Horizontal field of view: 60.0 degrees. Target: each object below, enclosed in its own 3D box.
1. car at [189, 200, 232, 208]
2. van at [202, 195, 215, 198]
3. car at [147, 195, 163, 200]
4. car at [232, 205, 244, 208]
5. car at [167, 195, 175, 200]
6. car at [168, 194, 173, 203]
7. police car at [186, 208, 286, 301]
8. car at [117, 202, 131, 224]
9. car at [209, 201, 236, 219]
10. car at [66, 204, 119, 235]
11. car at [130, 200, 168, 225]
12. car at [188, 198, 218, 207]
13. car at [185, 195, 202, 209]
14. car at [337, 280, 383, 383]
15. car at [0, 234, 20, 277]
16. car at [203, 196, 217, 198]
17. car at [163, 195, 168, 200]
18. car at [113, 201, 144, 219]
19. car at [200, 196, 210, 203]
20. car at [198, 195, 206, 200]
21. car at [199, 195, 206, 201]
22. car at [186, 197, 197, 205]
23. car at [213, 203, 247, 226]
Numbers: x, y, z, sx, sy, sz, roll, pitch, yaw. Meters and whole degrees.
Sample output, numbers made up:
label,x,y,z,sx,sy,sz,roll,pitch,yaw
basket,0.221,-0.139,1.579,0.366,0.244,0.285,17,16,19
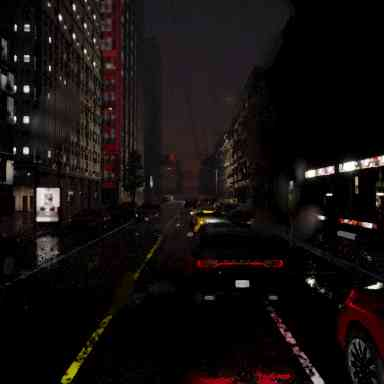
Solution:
label,x,y,z,sx,sy,sz,roll,pitch,yaw
car,0.893,1.455,18.588,1.801,1.575,5.366,0,0,0
van,2.686,1.326,47.085,1.690,1.788,3.998,1,0,0
car,-5.695,1.425,47.118,1.967,1.590,4.097,1,0,0
car,2.693,1.525,18.972,1.752,1.417,4.829,1,0,0
car,-5.711,1.503,92.371,1.947,1.339,4.313,1,0,0
car,-5.702,1.406,69.744,1.967,1.590,4.097,1,0,0
police car,0.896,1.426,8.507,1.930,1.638,5.238,0,0,0
car,-5.689,1.543,24.489,1.887,1.381,4.507,1,0,0
car,2.689,1.546,30.115,2.008,1.369,4.403,1,0,0
car,-5.688,1.582,18.832,1.802,1.307,4.206,1,0,0
car,-3.008,1.524,24.302,1.812,1.442,4.674,0,0,0
car,0.807,1.454,24.586,1.801,1.575,5.366,0,0,0
car,-0.010,1.463,45.861,1.882,1.535,5.008,0,0,0
car,2.702,1.316,1.832,2.192,1.841,5.009,1,0,0
car,-5.683,1.546,7.519,1.887,1.381,4.507,1,0,0
car,2.685,1.554,41.428,1.947,1.339,4.313,1,0,0
car,-5.701,1.558,58.431,1.802,1.307,4.206,1,0,0
car,-5.691,1.561,30.146,1.947,1.339,4.313,1,0,0
car,2.676,1.548,69.711,1.802,1.307,4.206,1,0,0
car,2.669,1.488,92.338,2.008,1.369,4.403,1,0,0
car,2.671,1.527,86.682,1.802,1.307,4.206,1,0,0
car,-0.021,1.576,60.023,1.895,1.301,4.718,0,0,0
car,2.691,1.564,24.458,1.947,1.339,4.313,1,0,0
